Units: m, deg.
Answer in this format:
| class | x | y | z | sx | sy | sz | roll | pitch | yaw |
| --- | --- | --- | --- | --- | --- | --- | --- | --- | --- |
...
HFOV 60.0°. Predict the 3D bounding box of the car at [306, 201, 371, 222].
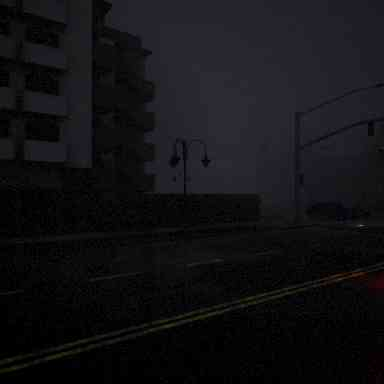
| class | x | y | z | sx | sy | sz | roll | pitch | yaw |
| --- | --- | --- | --- | --- | --- | --- | --- | --- | --- |
| car | 11.771 | 1.477 | 26.989 | 1.882 | 1.535 | 5.008 | 0 | 0 | -37 |
